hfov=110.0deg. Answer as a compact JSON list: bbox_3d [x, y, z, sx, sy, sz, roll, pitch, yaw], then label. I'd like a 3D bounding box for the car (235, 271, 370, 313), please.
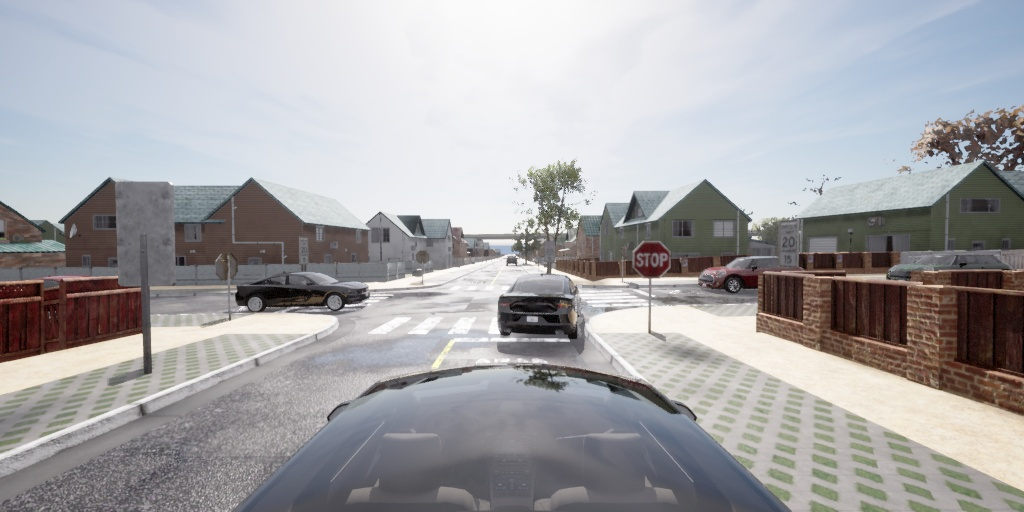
[{"bbox_3d":[-8.475,1.377,14.738,5.008,1.535,1.882,-1,2,0],"label":"car"}]

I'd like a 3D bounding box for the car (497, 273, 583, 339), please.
[{"bbox_3d":[0.953,1.224,10.216,1.882,1.535,5.008,0,0,12],"label":"car"}]

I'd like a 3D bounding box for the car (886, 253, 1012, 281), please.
[{"bbox_3d":[21.693,0.646,17.907,4.553,1.767,2.097,-1,2,0],"label":"car"}]

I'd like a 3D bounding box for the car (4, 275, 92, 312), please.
[{"bbox_3d":[-18.028,1.546,14.671,5.008,1.535,1.882,-1,2,0],"label":"car"}]

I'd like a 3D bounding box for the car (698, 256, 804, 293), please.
[{"bbox_3d":[11.798,0.820,17.831,4.553,1.767,2.097,-1,2,0],"label":"car"}]
